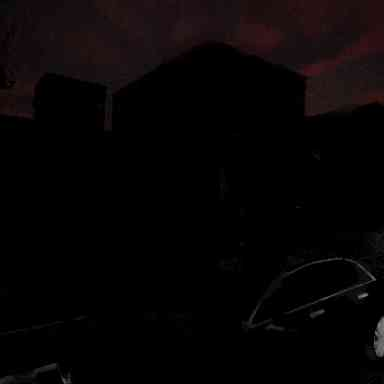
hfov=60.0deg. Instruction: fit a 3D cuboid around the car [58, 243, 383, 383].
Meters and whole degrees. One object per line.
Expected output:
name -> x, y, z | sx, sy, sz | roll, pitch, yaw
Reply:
car -> 0.879, 1.513, 4.310 | 4.892, 1.490, 1.837 | 0, 0, -36
